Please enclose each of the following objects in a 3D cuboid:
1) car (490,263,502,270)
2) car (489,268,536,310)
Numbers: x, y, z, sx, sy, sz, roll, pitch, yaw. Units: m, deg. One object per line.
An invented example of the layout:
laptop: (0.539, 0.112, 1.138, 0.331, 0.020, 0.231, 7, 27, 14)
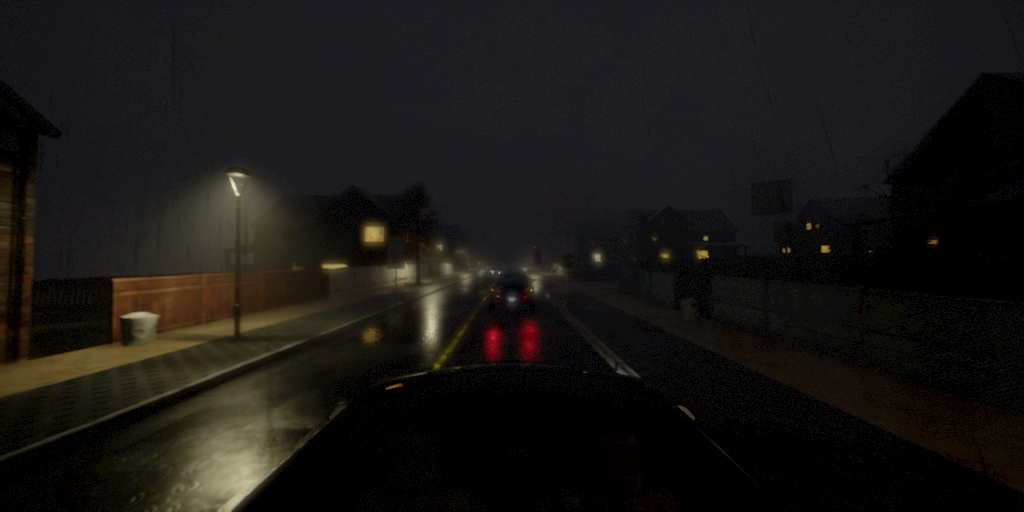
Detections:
car: (-2.815, 2.020, 64.812, 1.994, 1.385, 4.181, 0, -1, 1)
car: (0.016, 1.430, 15.391, 1.812, 1.442, 4.674, 0, -1, 1)
